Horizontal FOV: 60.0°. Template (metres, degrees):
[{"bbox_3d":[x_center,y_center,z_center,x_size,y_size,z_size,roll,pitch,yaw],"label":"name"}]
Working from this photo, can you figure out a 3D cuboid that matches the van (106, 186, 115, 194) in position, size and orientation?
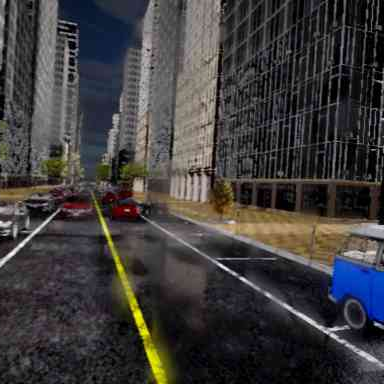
[{"bbox_3d":[-19.826,-0.511,80.729,1.690,1.788,3.998,3,1,-17],"label":"van"}]

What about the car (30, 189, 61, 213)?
[{"bbox_3d":[-10.948,0.695,23.981,2.008,1.369,4.403,3,1,-17],"label":"car"}]

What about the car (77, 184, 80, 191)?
[{"bbox_3d":[-26.136,-0.618,72.810,2.008,1.369,4.403,3,1,-17],"label":"car"}]

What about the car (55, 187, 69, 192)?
[{"bbox_3d":[-14.325,0.436,34.832,1.802,1.307,4.206,3,1,-17],"label":"car"}]

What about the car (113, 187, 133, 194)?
[{"bbox_3d":[-9.700,0.341,48.177,2.192,1.841,5.009,3,1,-17],"label":"car"}]

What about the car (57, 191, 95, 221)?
[{"bbox_3d":[-7.156,0.924,20.866,1.812,1.442,4.674,3,1,-17],"label":"car"}]

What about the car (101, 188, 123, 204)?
[{"bbox_3d":[-9.333,0.654,38.145,1.812,1.442,4.674,3,1,-17],"label":"car"}]

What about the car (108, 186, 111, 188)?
[{"bbox_3d":[-14.769,0.028,64.455,1.967,1.590,4.097,3,1,-17],"label":"car"}]

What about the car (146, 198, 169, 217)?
[{"bbox_3d":[-2.962,1.158,26.478,2.008,1.369,4.403,3,1,-17],"label":"car"}]

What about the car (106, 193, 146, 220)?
[{"bbox_3d":[-4.737,1.090,23.339,1.994,1.385,4.181,3,1,-17],"label":"car"}]

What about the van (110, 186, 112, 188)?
[{"bbox_3d":[-13.076,0.075,59.028,1.690,1.788,3.998,3,1,-17],"label":"van"}]

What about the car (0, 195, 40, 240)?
[{"bbox_3d":[-7.574,0.986,13.131,2.008,1.369,4.403,3,1,-17],"label":"car"}]

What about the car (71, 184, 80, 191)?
[{"bbox_3d":[-31.187,-1.293,89.084,2.192,1.841,5.009,3,1,-17],"label":"car"}]

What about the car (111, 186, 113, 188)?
[{"bbox_3d":[-11.388,0.195,53.603,2.192,1.841,5.009,3,1,-17],"label":"car"}]

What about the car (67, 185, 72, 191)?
[{"bbox_3d":[-16.005,0.148,40.256,1.967,1.590,4.097,3,1,-17],"label":"car"}]

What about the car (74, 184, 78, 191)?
[{"bbox_3d":[-22.762,-0.310,61.959,1.947,1.339,4.313,3,1,-17],"label":"car"}]

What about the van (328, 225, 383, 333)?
[{"bbox_3d":[3.799,1.530,4.774,1.690,1.788,3.998,3,1,-17],"label":"van"}]

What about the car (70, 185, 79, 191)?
[{"bbox_3d":[-29.505,-1.021,83.660,1.967,1.590,4.097,3,1,-17],"label":"car"}]

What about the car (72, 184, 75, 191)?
[{"bbox_3d":[-19.334,-0.054,50.946,1.752,1.417,4.829,3,1,-17],"label":"car"}]
